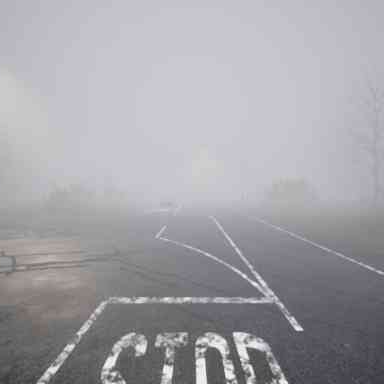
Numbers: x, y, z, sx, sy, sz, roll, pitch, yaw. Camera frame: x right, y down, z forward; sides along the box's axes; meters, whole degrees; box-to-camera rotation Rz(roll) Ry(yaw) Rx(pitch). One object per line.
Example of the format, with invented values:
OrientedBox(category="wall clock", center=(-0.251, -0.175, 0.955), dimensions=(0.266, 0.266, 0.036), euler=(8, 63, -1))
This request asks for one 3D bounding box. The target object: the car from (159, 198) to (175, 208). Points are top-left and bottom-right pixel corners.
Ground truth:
OrientedBox(category="car", center=(-3.482, 1.518, 46.660), dimensions=(1.895, 1.301, 4.718), euler=(0, 0, 0))
